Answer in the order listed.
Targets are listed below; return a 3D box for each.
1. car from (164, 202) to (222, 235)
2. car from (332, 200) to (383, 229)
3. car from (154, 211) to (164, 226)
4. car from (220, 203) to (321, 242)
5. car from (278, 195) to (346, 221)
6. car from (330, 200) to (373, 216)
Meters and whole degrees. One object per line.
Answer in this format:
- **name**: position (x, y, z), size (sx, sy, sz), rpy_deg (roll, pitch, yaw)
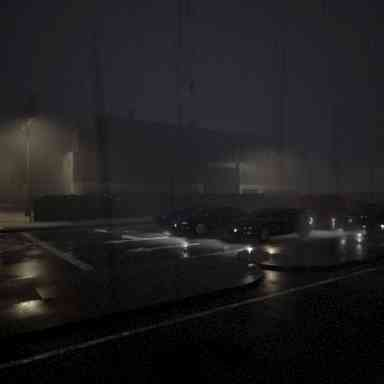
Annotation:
- **car**: position (1.137, 1.505, 18.758), size (4.892, 1.490, 1.837), rpy_deg (0, 0, -34)
- **car**: position (11.714, 1.491, 21.747), size (4.902, 1.511, 2.128), rpy_deg (0, 0, -35)
- **car**: position (-0.141, 1.478, 22.123), size (5.008, 1.535, 1.882), rpy_deg (0, 0, -34)
- **car**: position (3.970, 1.505, 16.464), size (4.892, 1.490, 1.837), rpy_deg (0, 0, -34)
- **car**: position (9.160, 1.221, 24.235), size (5.566, 2.045, 2.150), rpy_deg (0, 0, -35)
- **car**: position (16.032, 1.526, 33.257), size (4.674, 1.442, 1.812), rpy_deg (0, 0, -35)
